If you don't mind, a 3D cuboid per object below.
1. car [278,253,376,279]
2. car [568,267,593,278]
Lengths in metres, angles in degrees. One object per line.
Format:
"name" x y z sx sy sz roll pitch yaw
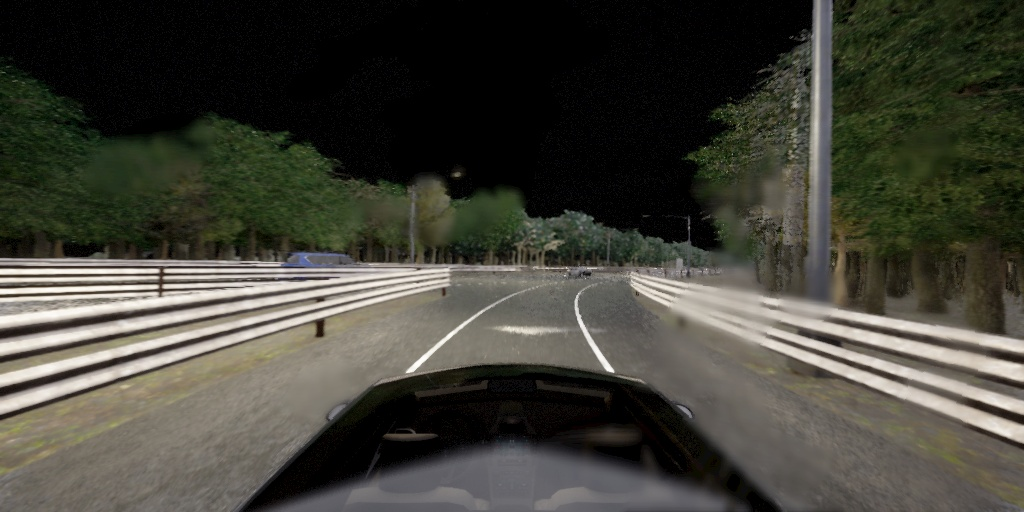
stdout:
"car" -10.468 0.879 21.106 2.150 2.045 5.566 0 -1 36
"car" 9.165 2.155 47.742 2.128 1.511 4.902 0 -2 36
